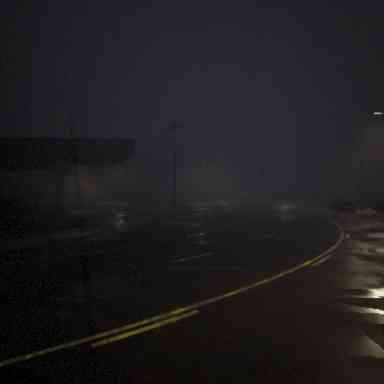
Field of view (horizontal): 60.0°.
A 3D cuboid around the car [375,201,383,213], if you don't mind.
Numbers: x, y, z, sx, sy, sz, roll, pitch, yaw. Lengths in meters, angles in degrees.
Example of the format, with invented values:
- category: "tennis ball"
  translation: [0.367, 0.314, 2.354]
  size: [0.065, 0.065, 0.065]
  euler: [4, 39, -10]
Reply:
- category: "car"
  translation: [20.154, 1.324, 33.096]
  size: [2.097, 1.767, 4.553]
  euler: [0, 0, 5]

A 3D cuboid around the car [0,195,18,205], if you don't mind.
- category: "car"
  translation: [-31.625, 1.388, 55.639]
  size: [4.611, 1.667, 2.242]
  euler: [0, 0, 3]

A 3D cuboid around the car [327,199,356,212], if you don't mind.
- category: "car"
  translation: [17.006, 1.507, 37.963]
  size: [1.812, 1.442, 4.674]
  euler: [0, 0, 3]

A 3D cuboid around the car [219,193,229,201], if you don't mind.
- category: "car"
  translation: [9.066, 1.500, 90.186]
  size: [1.882, 1.535, 5.008]
  euler: [0, 0, 3]

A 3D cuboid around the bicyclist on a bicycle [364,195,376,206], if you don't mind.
- category: "bicyclist on a bicycle"
  translation: [26.649, 1.267, 49.810]
  size: [1.656, 1.620, 0.582]
  euler: [0, 0, -23]

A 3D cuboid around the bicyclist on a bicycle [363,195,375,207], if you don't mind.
- category: "bicyclist on a bicycle"
  translation: [26.065, 1.344, 49.041]
  size: [1.656, 1.620, 0.582]
  euler: [-8, 0, 12]
